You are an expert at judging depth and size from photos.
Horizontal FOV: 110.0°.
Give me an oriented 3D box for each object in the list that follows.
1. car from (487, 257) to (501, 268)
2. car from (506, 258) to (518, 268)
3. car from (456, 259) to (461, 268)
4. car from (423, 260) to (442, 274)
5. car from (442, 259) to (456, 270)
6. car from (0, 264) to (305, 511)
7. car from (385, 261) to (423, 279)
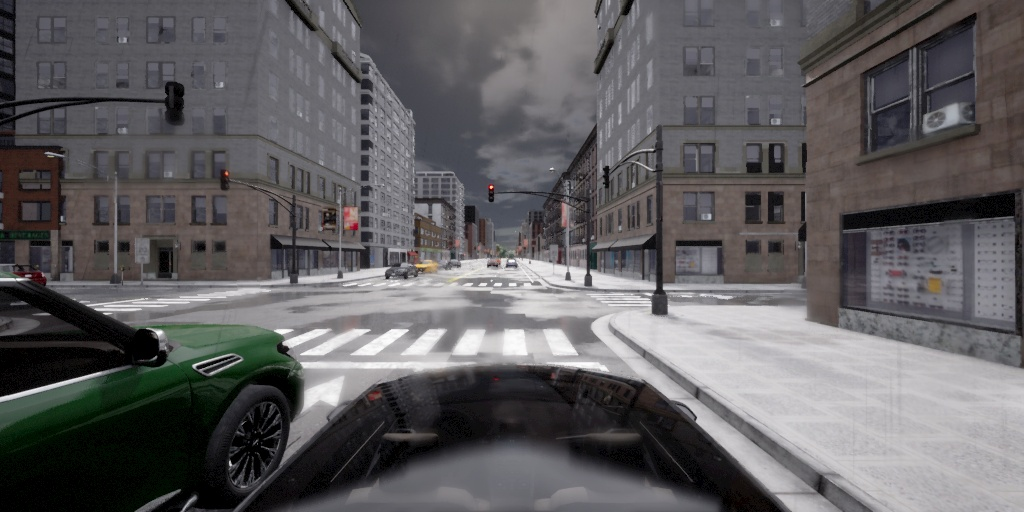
[{"bbox_3d":[-3.303,1.349,61.876,1.895,1.301,4.718,0,0,0],"label":"car"},{"bbox_3d":[-0.053,1.312,61.849,1.994,1.385,4.181,0,0,0],"label":"car"},{"bbox_3d":[-9.853,1.274,61.455,1.812,1.442,4.674,0,0,0],"label":"car"},{"bbox_3d":[-9.879,1.231,41.625,1.882,1.535,5.008,0,0,0],"label":"car"},{"bbox_3d":[-9.885,1.243,51.437,2.128,1.511,4.902,0,0,0],"label":"car"},{"bbox_3d":[-3.148,0.971,1.216,2.150,2.045,5.566,0,0,0],"label":"car"},{"bbox_3d":[-9.872,1.279,32.428,1.812,1.442,4.674,0,0,2],"label":"car"}]
